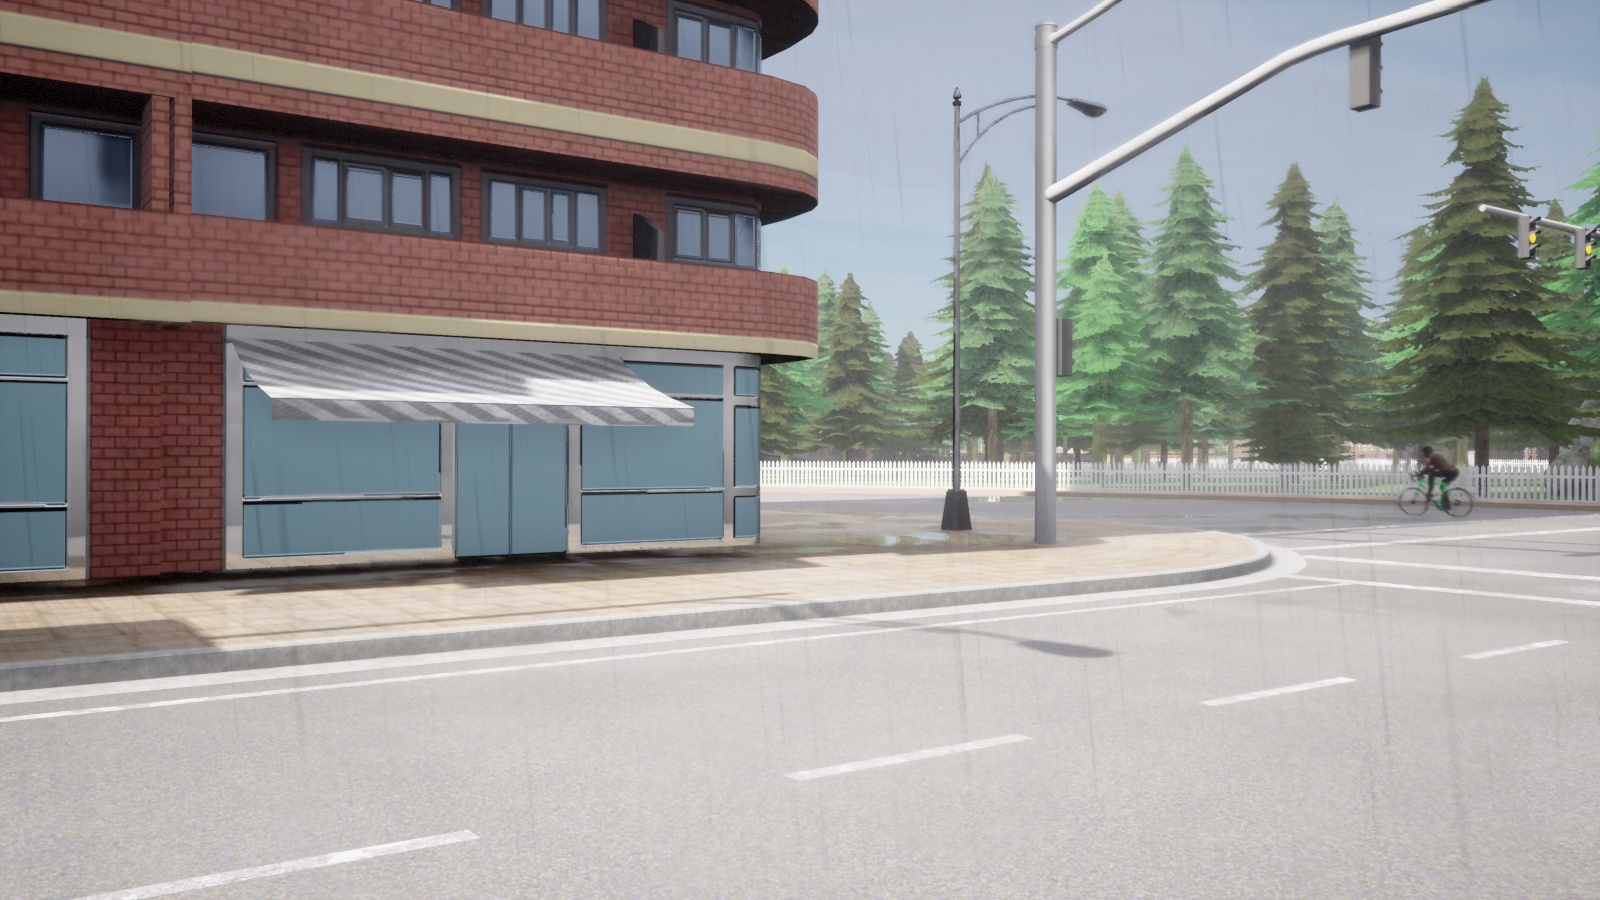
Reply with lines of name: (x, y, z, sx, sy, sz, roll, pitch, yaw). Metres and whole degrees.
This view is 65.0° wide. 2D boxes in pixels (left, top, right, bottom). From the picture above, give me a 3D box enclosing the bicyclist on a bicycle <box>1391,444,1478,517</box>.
bicyclist on a bicycle: (14.451, 0.682, 28.634, 0.582, 1.620, 1.656, 0, 0, -40)
